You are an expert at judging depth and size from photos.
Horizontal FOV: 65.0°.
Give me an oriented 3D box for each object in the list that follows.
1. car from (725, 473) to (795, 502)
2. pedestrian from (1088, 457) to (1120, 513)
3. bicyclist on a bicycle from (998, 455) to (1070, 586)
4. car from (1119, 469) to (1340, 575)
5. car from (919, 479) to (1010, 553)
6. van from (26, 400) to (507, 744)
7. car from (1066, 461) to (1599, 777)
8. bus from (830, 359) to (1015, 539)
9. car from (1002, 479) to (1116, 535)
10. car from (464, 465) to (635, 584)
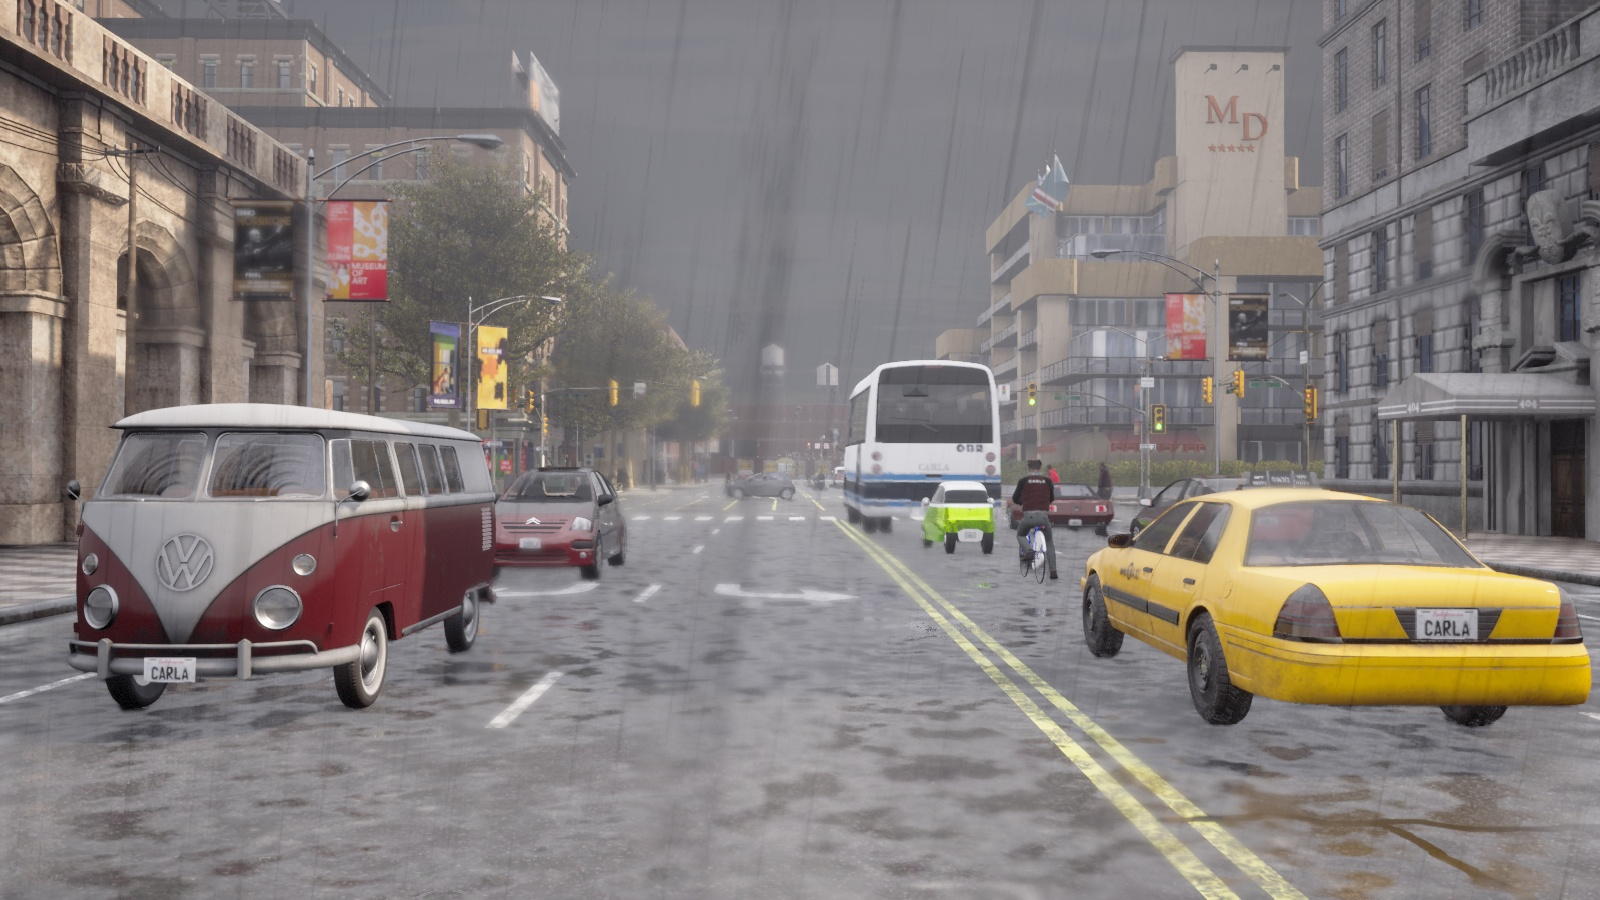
[{"bbox_3d":[-2.094,1.945,66.139,3.633,1.501,1.845,0,-1,-1],"label":"car"},{"bbox_3d":[10.048,1.155,41.493,0.899,1.844,0.634,0,-1,2],"label":"pedestrian"},{"bbox_3d":[3.325,0.973,17.986,0.659,1.776,1.843,0,-1,-1],"label":"bicyclist on a bicycle"},{"bbox_3d":[6.801,1.078,20.480,2.007,1.525,4.514,0,-1,-1],"label":"car"},{"bbox_3d":[3.237,1.275,25.000,1.481,1.376,2.207,0,-1,-1],"label":"car"},{"bbox_3d":[-3.607,0.741,9.502,1.775,1.987,4.442,0,-1,-1],"label":"van"},{"bbox_3d":[3.397,0.891,8.986,1.801,1.575,5.366,0,-1,0],"label":"car"},{"bbox_3d":[3.044,0.013,35.014,3.944,4.253,10.273,0,0,-1],"label":"bus"},{"bbox_3d":[6.599,1.433,32.496,1.895,1.301,4.718,0,-1,-1],"label":"car"},{"bbox_3d":[-3.690,1.049,19.162,1.851,1.617,3.988,0,-1,-1],"label":"car"}]
